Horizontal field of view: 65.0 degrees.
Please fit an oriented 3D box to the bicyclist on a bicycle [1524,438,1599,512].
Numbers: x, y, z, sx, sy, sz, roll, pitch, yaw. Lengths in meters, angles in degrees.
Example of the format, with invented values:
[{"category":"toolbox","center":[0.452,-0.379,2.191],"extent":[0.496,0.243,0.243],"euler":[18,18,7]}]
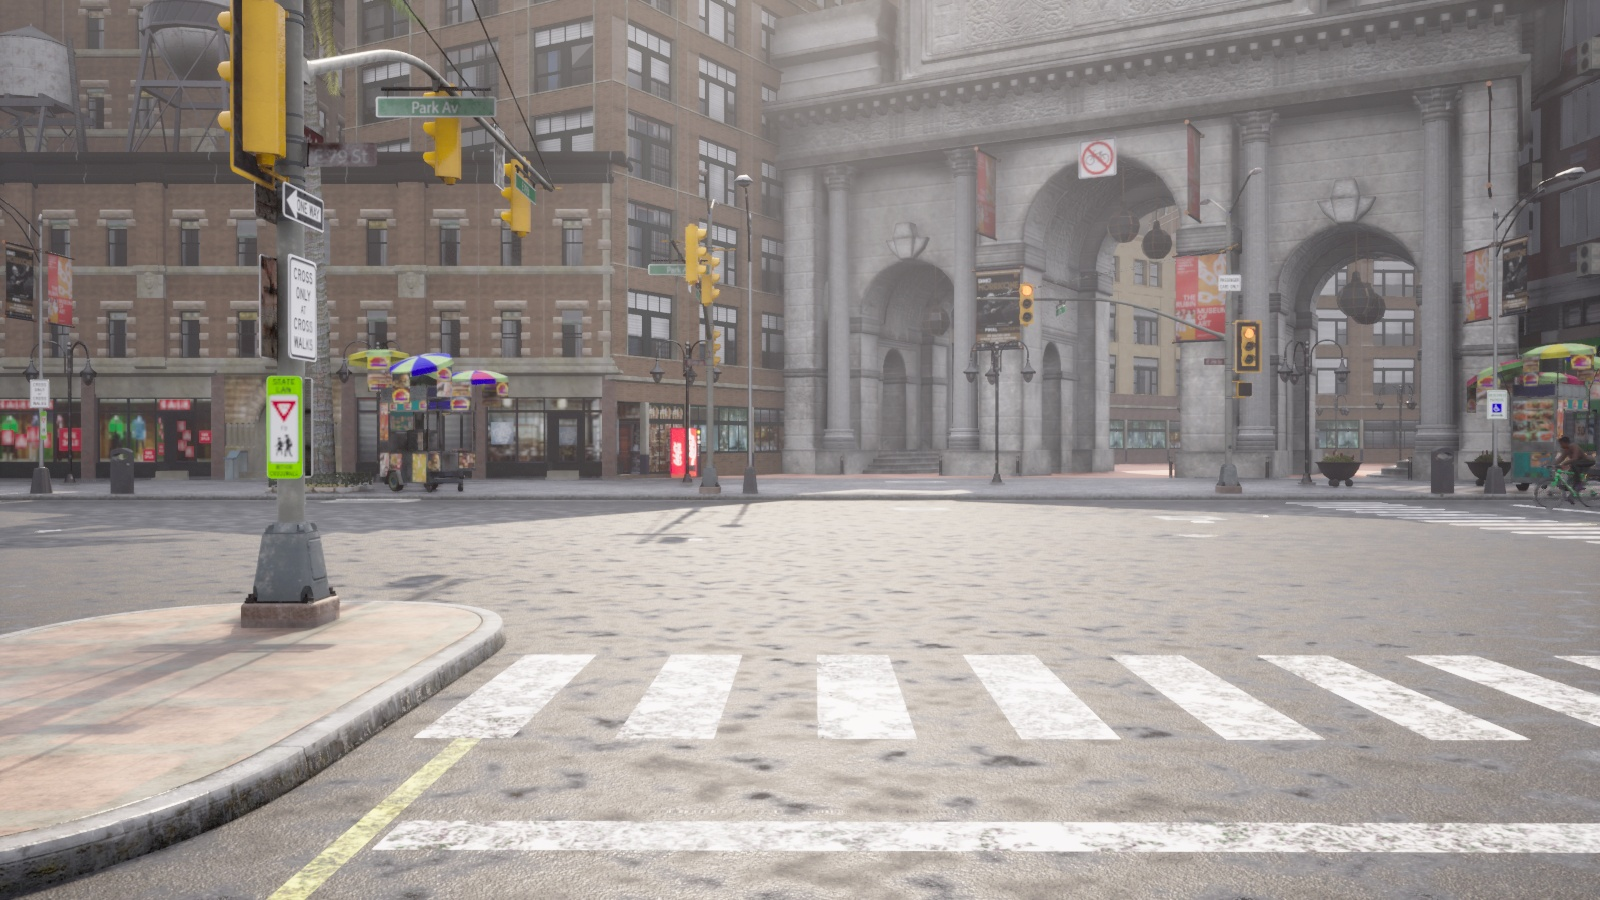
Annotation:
[{"category":"bicyclist on a bicycle","center":[17.240,0.554,28.172],"extent":[1.656,1.620,0.582],"euler":[0,0,1]}]
